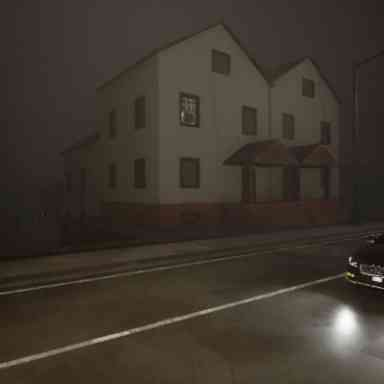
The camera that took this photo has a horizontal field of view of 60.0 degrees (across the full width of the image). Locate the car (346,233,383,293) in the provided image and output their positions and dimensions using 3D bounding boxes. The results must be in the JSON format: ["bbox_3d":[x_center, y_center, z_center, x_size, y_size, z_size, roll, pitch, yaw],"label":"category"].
[{"bbox_3d":[5.663,1.488,8.013,4.892,1.490,1.837,0,0,-35],"label":"car"}]
